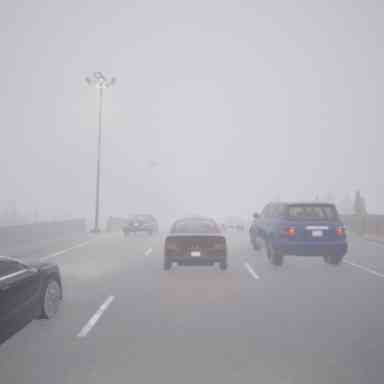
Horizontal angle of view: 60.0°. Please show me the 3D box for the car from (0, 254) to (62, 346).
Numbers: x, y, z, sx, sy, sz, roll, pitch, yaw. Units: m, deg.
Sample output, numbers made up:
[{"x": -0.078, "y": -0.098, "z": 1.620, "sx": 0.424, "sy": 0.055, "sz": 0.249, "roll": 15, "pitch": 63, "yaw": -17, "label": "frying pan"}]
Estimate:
[{"x": -3.399, "y": 1.515, "z": 4.475, "sx": 2.128, "sy": 1.511, "sz": 4.902, "roll": 0, "pitch": 0, "yaw": 0, "label": "car"}]

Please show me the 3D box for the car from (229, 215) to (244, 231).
[{"x": 3.613, "y": 2.818, "z": 30.568, "sx": 1.812, "sy": 1.442, "sz": 4.674, "roll": 0, "pitch": -6, "yaw": 0, "label": "car"}]

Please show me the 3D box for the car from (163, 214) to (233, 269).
[{"x": 0.104, "y": 1.596, "z": 11.516, "sx": 1.882, "sy": 1.535, "sz": 5.008, "roll": 0, "pitch": -1, "yaw": 0, "label": "car"}]

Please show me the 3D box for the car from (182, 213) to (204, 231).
[{"x": 0.113, "y": 2.823, "z": 31.101, "sx": 1.882, "sy": 1.535, "sz": 5.008, "roll": 0, "pitch": -6, "yaw": 0, "label": "car"}]

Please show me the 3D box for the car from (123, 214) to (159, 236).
[{"x": -3.391, "y": 2.188, "z": 22.705, "sx": 2.033, "sy": 1.411, "sz": 5.357, "roll": 0, "pitch": -4, "yaw": 0, "label": "car"}]

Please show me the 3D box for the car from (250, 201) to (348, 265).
[{"x": 3.605, "y": 1.358, "z": 12.237, "sx": 2.150, "sy": 2.045, "sz": 5.566, "roll": 0, "pitch": -2, "yaw": 0, "label": "car"}]
